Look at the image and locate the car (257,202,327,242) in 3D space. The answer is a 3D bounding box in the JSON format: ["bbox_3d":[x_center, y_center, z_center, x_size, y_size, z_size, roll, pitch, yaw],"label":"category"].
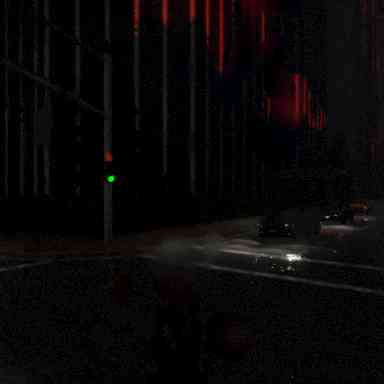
[{"bbox_3d":[4.966,1.435,16.623,1.882,1.535,5.008,0,0,36],"label":"car"}]

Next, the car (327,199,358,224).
[{"bbox_3d":[10.513,1.456,24.359,1.837,1.490,4.892,0,0,36],"label":"car"}]

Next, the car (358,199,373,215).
[{"bbox_3d":[16.593,1.421,32.829,1.882,1.535,5.008,0,0,36],"label":"car"}]
